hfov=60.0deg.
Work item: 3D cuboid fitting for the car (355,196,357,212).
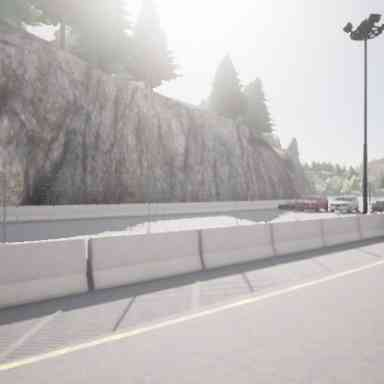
[{"bbox_3d":[18.433,1.467,40.016,2.150,2.045,5.566,0,0,41],"label":"car"}]

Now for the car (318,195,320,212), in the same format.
[{"bbox_3d":[15.490,1.464,41.964,2.150,2.045,5.566,0,0,41],"label":"car"}]
